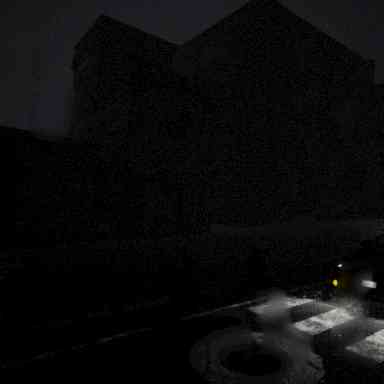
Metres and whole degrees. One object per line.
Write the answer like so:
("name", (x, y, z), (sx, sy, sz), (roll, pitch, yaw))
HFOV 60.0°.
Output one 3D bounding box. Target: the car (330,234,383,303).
("car", (5.045, 1.606, 7.581), (4.181, 1.385, 1.994), (0, 0, -35))
